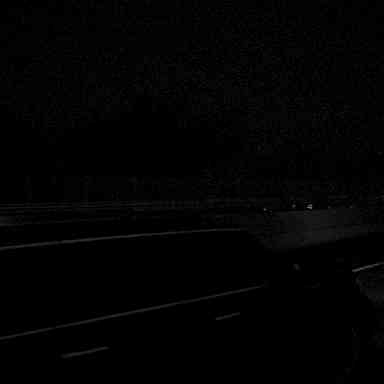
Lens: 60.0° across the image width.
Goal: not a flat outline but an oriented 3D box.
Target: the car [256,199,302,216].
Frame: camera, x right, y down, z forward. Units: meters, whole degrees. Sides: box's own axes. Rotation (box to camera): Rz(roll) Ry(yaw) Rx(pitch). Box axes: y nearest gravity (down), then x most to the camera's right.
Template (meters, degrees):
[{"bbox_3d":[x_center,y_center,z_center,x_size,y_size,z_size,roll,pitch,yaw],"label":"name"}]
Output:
[{"bbox_3d":[8.219,1.391,31.344,4.181,1.385,1.994,0,0,-35],"label":"car"}]

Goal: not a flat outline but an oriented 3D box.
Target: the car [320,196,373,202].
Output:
[{"bbox_3d":[12.403,1.178,25.731,4.553,1.767,2.097,0,0,-35],"label":"car"}]

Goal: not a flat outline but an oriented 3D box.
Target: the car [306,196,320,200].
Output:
[{"bbox_3d":[10.691,1.175,28.808,4.553,1.767,2.097,0,0,-35],"label":"car"}]

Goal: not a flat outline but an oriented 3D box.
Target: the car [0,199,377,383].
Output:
[{"bbox_3d":[-0.400,1.210,3.461,5.566,2.045,2.150,-1,0,-35],"label":"car"}]
